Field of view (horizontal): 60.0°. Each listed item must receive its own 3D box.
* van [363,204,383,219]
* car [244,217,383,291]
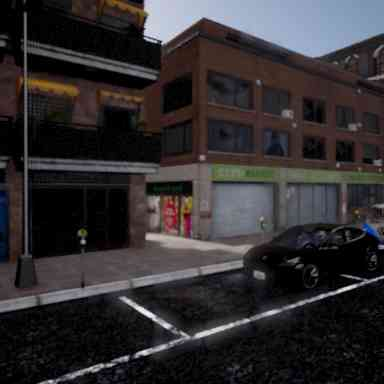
[{"bbox_3d":[7.930,1.284,12.214,3.998,1.788,1.690,0,0,-35],"label":"van"},{"bbox_3d":[3.331,1.533,8.935,4.313,1.339,1.947,0,0,-35],"label":"car"}]
